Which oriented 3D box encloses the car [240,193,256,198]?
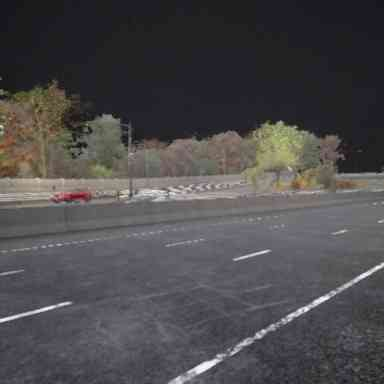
[{"bbox_3d":[8.967,0.896,50.273,4.181,1.385,1.994,-1,1,-45],"label":"car"}]

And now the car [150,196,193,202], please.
[{"bbox_3d":[-1.102,1.258,30.297,1.895,1.301,4.718,0,1,45],"label":"car"}]

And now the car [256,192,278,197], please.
[{"bbox_3d":[12.010,0.810,48.366,4.902,1.511,2.128,-1,1,-45],"label":"car"}]

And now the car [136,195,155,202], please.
[{"bbox_3d":[-2.952,1.171,33.396,1.812,1.442,4.674,0,1,45],"label":"car"}]

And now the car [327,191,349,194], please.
[{"bbox_3d":[25.587,0.585,56.994,4.892,1.490,1.837,-1,1,-45],"label":"car"}]

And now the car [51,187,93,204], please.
[{"bbox_3d":[-14.735,0.399,41.262,2.150,2.045,5.566,0,1,23],"label":"car"}]

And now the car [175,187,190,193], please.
[{"bbox_3d":[-2.057,-0.411,71.982,1.994,1.385,4.181,-1,3,24],"label":"car"}]

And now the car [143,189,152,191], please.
[{"bbox_3d":[-7.873,0.208,58.533,1.812,1.442,4.674,-1,2,23],"label":"car"}]

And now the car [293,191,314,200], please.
[{"bbox_3d":[20.785,0.607,62.074,4.674,1.442,1.812,-1,1,-45],"label":"car"}]

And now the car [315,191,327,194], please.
[{"bbox_3d":[23.468,0.552,59.820,5.008,1.535,1.882,-1,1,-45],"label":"car"}]

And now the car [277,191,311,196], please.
[{"bbox_3d":[13.982,0.891,45.397,4.181,1.385,1.994,-1,1,-45],"label":"car"}]

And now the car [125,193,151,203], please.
[{"bbox_3d":[-5.022,1.070,36.262,2.128,1.511,4.902,2,-1,45],"label":"car"}]
